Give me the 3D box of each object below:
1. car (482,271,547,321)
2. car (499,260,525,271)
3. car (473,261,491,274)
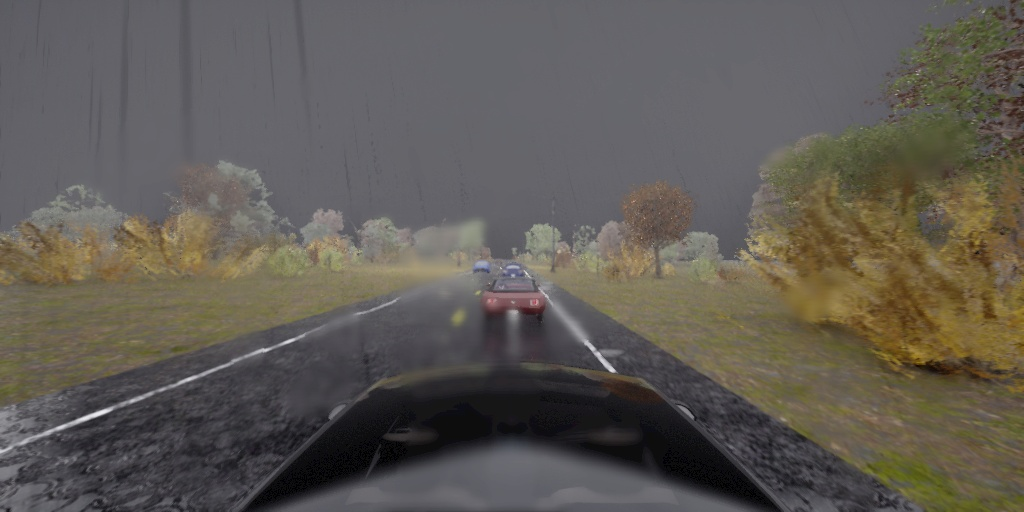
[{"bbox_3d":[0.081,1.377,12.537,1.895,1.301,4.718,0,0,0],"label":"car"},{"bbox_3d":[0.089,1.347,30.219,1.812,1.442,4.674,0,0,0],"label":"car"},{"bbox_3d":[-3.591,1.338,43.309,1.882,1.535,5.008,0,0,0],"label":"car"}]
